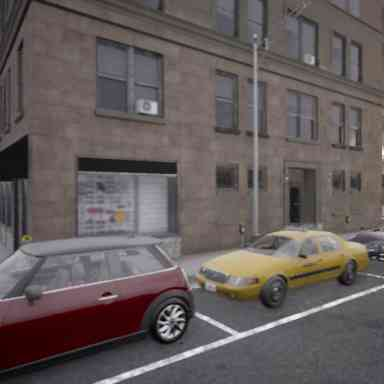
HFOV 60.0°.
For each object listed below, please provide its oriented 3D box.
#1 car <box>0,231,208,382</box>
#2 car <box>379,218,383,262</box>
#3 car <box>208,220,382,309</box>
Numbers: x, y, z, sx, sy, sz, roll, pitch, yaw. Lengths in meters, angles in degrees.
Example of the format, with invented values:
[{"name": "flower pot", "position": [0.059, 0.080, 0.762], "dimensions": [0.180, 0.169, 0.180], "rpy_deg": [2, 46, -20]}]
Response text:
[{"name": "car", "position": [-2.026, 1.438, 4.742], "dimensions": [4.097, 1.590, 1.967], "rpy_deg": [0, 0, -35]}, {"name": "car", "position": [6.961, 1.525, 11.147], "dimensions": [4.403, 1.369, 2.008], "rpy_deg": [0, 0, -35]}, {"name": "car", "position": [2.329, 1.512, 7.846], "dimensions": [4.829, 1.417, 1.752], "rpy_deg": [0, 0, -35]}]
